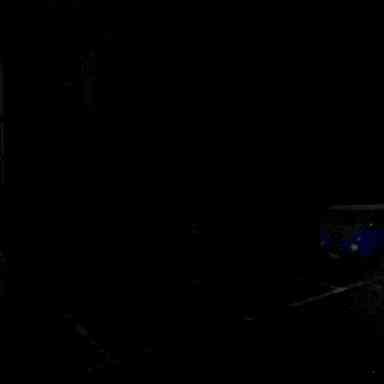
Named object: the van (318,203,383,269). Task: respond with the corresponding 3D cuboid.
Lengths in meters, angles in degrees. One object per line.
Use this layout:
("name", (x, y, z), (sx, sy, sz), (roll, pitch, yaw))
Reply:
("van", (5.702, 1.273, 10.603), (3.998, 1.788, 1.690), (0, 0, -35))

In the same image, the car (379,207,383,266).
("car", (6.927, 1.286, 8.315), (4.553, 1.767, 2.097), (0, 0, -35))
